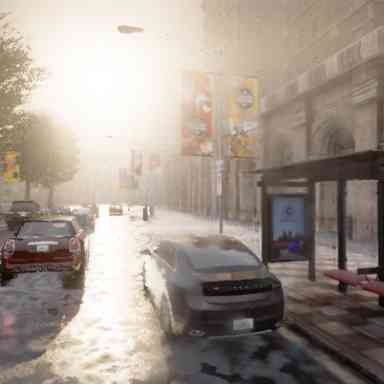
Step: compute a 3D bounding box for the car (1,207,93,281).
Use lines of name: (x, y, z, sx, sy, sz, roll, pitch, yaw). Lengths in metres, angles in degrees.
car: (-4.491, 1.536, 10.820, 2.097, 1.767, 4.553, 0, -1, -15)

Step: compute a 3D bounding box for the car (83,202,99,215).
car: (-12.466, 2.034, 40.550, 2.097, 1.767, 4.553, 0, -1, -15)

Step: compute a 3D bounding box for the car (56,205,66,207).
car: (-16.187, 2.251, 40.905, 1.994, 1.385, 4.181, 0, -1, -15)

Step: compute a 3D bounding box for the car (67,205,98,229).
car: (-8.246, 1.947, 24.979, 1.812, 1.442, 4.674, 0, -1, -15)

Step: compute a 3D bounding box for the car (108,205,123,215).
car: (-10.344, 2.350, 44.793, 1.895, 1.301, 4.718, 0, -1, -15)

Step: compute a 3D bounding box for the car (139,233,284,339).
car: (0.075, 1.626, 6.955, 1.837, 1.490, 4.892, 0, -1, -15)

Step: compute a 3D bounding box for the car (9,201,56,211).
car: (-11.643, 1.631, 24.152, 2.150, 2.045, 5.566, 0, -1, -15)
